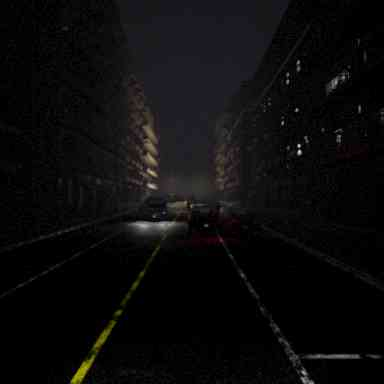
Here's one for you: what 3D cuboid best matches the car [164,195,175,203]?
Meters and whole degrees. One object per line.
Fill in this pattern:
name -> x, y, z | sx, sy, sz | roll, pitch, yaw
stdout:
car -> -5.296, 1.552, 79.154 | 2.192, 1.841, 5.009 | 1, 0, 0

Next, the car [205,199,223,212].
car -> 2.582, 1.627, 40.378 | 1.887, 1.381, 4.507 | 1, 0, 0

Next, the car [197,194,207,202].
car -> 2.549, 1.580, 84.626 | 2.192, 1.841, 5.009 | 1, 0, 0

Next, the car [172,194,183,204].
car -> -2.755, 1.437, 68.247 | 2.150, 2.045, 5.566 | 0, 0, 0

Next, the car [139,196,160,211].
car -> -5.298, 1.607, 40.271 | 1.752, 1.417, 4.829 | 2, 0, 0

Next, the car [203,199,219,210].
car -> 2.581, 1.650, 45.910 | 2.008, 1.369, 4.403 | 1, 0, 0

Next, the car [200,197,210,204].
car -> 2.579, 1.730, 68.031 | 1.887, 1.381, 4.507 | 1, 0, 0

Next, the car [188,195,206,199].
car -> 0.822, 1.417, 34.898 | 2.097, 1.767, 4.553 | 0, 0, 0

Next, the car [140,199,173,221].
car -> -2.850, 1.571, 27.461 | 1.812, 1.442, 4.674 | 0, 0, 0

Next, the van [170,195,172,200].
van -> -5.296, 1.501, 62.563 | 1.690, 1.788, 3.998 | 1, 0, 0

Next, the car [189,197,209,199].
car -> 0.823, 1.506, 29.117 | 1.801, 1.575, 5.366 | 0, 0, 0

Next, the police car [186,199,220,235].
police car -> 0.708, 1.453, 19.030 | 1.930, 1.638, 5.238 | 0, 0, 0

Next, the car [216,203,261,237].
car -> 2.584, 1.571, 18.256 | 1.887, 1.381, 4.507 | 1, 0, 0

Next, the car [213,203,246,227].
car -> 2.584, 1.563, 23.958 | 1.752, 1.417, 4.829 | 1, 0, 0

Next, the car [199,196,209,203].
car -> 2.589, 1.651, 73.564 | 1.967, 1.590, 4.097 | 1, 0, 0

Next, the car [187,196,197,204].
car -> -0.005, 1.598, 69.650 | 1.837, 1.490, 4.892 | 0, 0, 0

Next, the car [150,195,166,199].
car -> -5.293, 1.414, 45.973 | 2.192, 1.841, 5.009 | 2, 0, 0

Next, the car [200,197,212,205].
car -> 2.580, 1.705, 62.502 | 1.887, 1.381, 4.507 | 1, 0, 0

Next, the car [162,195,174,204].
car -> -5.296, 1.525, 73.624 | 2.192, 1.841, 5.009 | 1, 0, 0

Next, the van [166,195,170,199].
van -> -5.294, 1.478, 57.031 | 1.690, 1.788, 3.998 | 2, 0, 0
